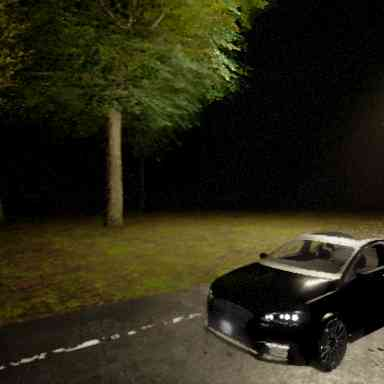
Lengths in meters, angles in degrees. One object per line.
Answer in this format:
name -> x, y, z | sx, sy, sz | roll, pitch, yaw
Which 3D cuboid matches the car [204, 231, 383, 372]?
car -> 2.443, 1.491, 5.735 | 4.902, 1.511, 2.128 | 0, 0, -35
